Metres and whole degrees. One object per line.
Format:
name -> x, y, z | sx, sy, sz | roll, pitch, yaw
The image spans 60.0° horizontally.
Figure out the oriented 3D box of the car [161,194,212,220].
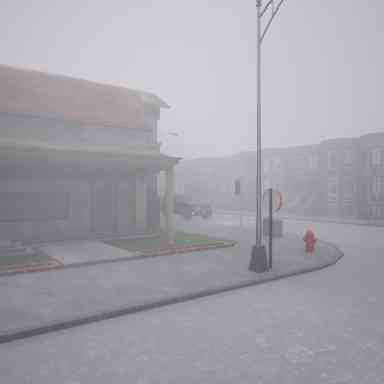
car -> -0.620, 1.220, 28.674 | 2.150, 2.045, 5.566 | 0, 0, -35
